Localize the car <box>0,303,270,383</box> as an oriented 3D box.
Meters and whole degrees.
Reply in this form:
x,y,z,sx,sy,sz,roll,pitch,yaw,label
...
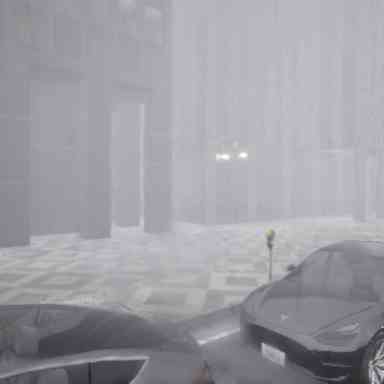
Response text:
x,y,z,sx,sy,sz,roll,pitch,yaw,label
-1.786,1.522,1.743,4.313,1.339,1.947,0,1,-38,car

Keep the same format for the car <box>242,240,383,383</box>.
x,y,z,sx,sy,sz,roll,pitch,yaw,label
2.670,1.514,5.195,4.313,1.339,1.947,0,1,-38,car
